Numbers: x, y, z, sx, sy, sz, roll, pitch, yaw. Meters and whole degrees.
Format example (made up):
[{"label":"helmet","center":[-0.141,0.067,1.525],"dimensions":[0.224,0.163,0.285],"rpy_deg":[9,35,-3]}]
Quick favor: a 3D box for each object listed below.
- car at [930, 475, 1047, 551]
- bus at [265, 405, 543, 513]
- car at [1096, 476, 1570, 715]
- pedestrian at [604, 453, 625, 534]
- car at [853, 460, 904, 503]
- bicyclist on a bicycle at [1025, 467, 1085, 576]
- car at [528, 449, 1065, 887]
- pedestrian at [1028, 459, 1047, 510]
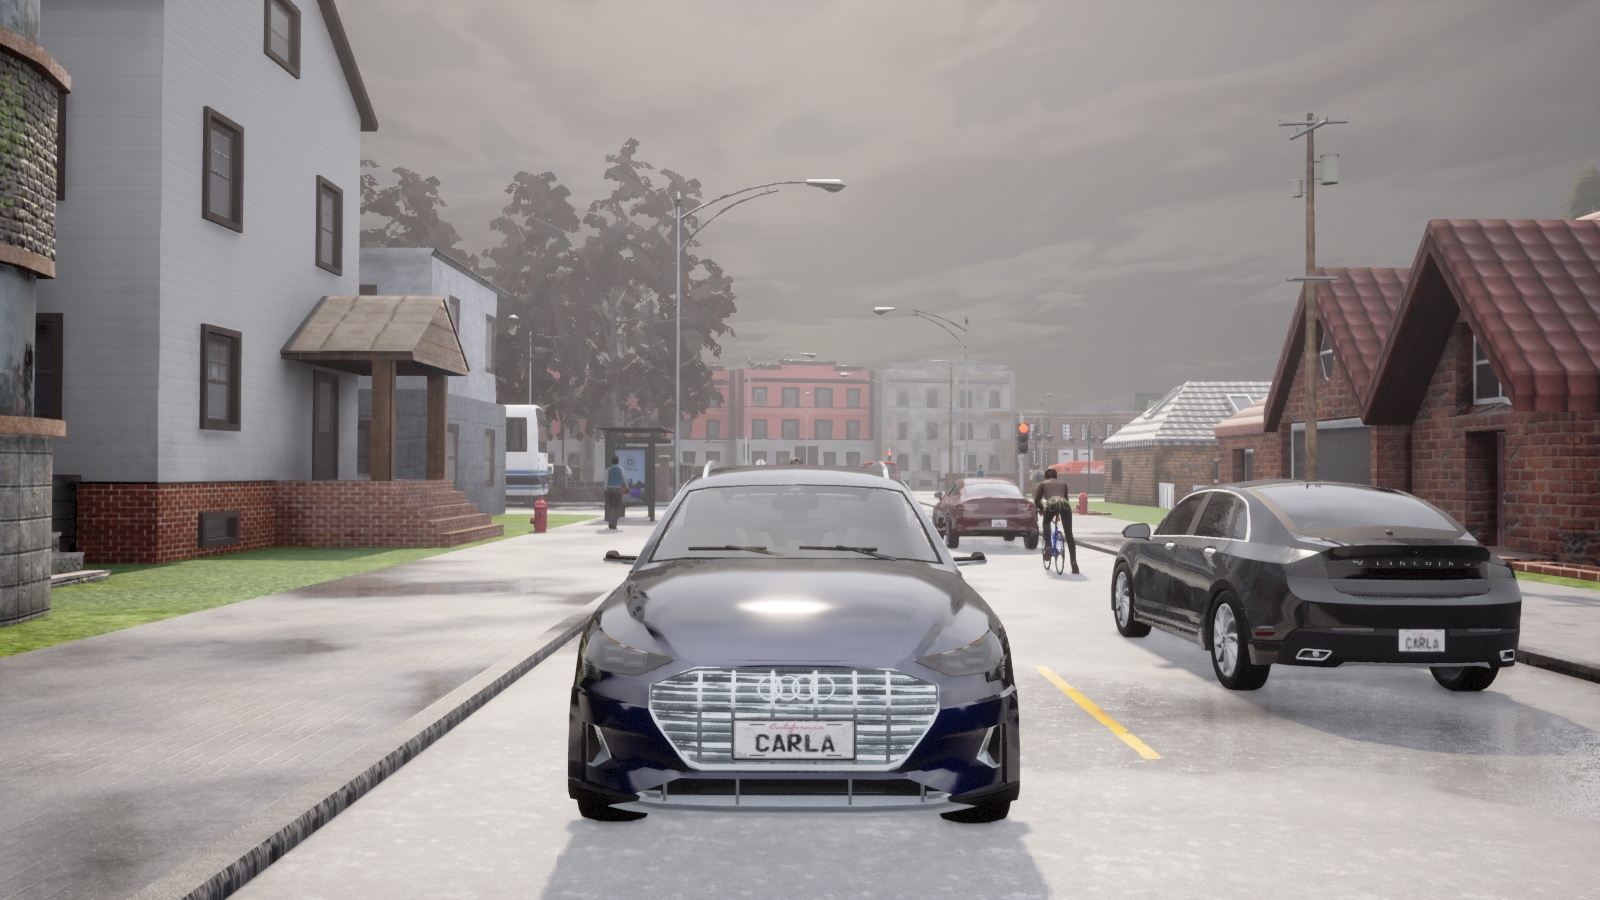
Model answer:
[{"label":"car","center":[3.920,1.274,26.825],"dimensions":[1.812,1.442,4.674],"rpy_deg":[0,-1,1]},{"label":"bus","center":[-16.065,0.369,51.740],"dimensions":[10.273,4.253,3.944],"rpy_deg":[0,-1,-4]},{"label":"car","center":[3.973,0.979,10.446],"dimensions":[1.837,1.490,4.892],"rpy_deg":[0,-1,0]},{"label":"pedestrian","center":[-4.521,1.056,30.644],"dimensions":[0.396,1.930,0.692],"rpy_deg":[0,-1,1]},{"label":"car","center":[3.884,1.574,63.052],"dimensions":[2.150,2.045,5.566],"rpy_deg":[0,-1,0]},{"label":"bicyclist on a bicycle","center":[3.948,1.079,19.545],"dimensions":[0.582,1.620,1.656],"rpy_deg":[0,-1,0]},{"label":"car","center":[-0.020,0.865,7.198],"dimensions":[2.033,1.649,4.856],"rpy_deg":[0,-1,0]},{"label":"pedestrian","center":[8.634,1.248,45.718],"dimensions":[0.540,1.848,0.694],"rpy_deg":[0,-1,-2]}]
